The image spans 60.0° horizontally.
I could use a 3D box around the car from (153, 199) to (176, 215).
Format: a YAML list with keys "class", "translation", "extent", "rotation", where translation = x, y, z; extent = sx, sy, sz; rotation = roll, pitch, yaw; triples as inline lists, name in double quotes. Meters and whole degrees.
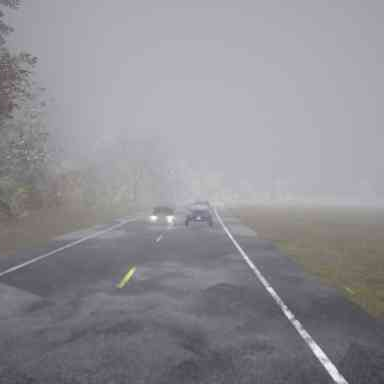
- class: "car"
  translation: [-2.736, 1.453, 34.016]
  extent: [1.882, 1.535, 5.008]
  rotation: [0, 0, 3]

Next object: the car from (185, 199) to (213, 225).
- class: "car"
  translation: [0.503, 1.506, 23.789]
  extent: [1.812, 1.442, 4.674]
  rotation: [0, 0, 2]
